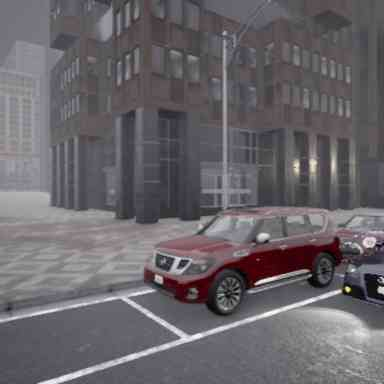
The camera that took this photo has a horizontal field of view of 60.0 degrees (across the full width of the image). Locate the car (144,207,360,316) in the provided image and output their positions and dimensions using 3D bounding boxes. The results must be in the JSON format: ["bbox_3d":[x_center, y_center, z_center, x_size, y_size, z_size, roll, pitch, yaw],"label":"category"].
[{"bbox_3d":[1.430,1.303,7.670,5.009,1.841,2.192,0,0,-36],"label":"car"}]

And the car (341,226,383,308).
[{"bbox_3d":[5.013,1.544,6.955,4.181,1.385,1.994,0,0,-35],"label":"car"}]

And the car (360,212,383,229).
[{"bbox_3d":[5.927,1.411,10.877,4.097,1.590,1.967,0,0,-36],"label":"car"}]
